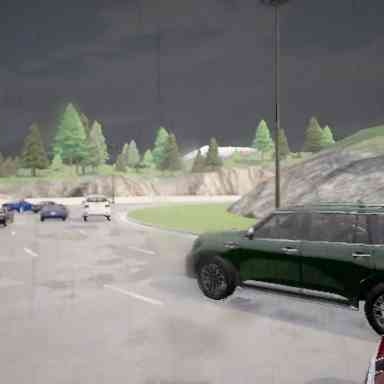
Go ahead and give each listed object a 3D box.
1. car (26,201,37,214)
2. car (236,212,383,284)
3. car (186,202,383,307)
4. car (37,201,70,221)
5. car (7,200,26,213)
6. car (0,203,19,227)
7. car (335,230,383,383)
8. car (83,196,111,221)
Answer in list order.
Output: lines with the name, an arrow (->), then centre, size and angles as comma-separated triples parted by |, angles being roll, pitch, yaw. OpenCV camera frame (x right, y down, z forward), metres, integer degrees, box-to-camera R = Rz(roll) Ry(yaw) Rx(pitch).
car -> -16.642, 1.706, 38.522 | 2.033, 1.411, 5.357 | 0, 0, -1
car -> 3.988, 1.508, 10.065 | 4.902, 1.511, 2.128 | 0, 0, 39
car -> 2.465, 1.232, 6.666 | 5.566, 2.045, 2.150 | -1, 0, 38
car -> -11.596, 1.679, 28.388 | 1.994, 1.385, 4.181 | 0, 0, -15
car -> -20.249, 1.649, 39.077 | 1.882, 1.535, 5.008 | 0, 0, -1
car -> -13.687, 1.707, 23.319 | 1.895, 1.301, 4.718 | 0, 0, -21
car -> 3.422, 1.348, 1.746 | 4.553, 1.767, 2.097 | 0, 0, 35
car -> -8.311, 1.328, 29.138 | 2.150, 2.045, 5.566 | 0, 0, -15
